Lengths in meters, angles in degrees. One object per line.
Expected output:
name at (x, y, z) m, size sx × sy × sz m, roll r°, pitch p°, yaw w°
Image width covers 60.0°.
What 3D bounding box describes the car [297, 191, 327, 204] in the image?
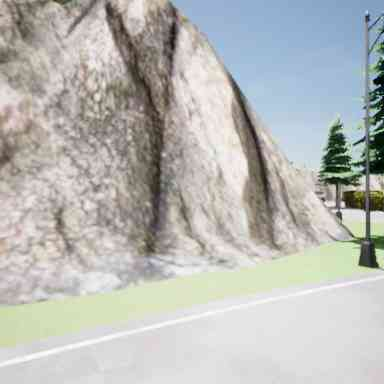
car at (20.136, 0.846, 55.653) m, size 5.566 × 2.045 × 2.150 m, roll 0°, pitch 0°, yaw -30°
